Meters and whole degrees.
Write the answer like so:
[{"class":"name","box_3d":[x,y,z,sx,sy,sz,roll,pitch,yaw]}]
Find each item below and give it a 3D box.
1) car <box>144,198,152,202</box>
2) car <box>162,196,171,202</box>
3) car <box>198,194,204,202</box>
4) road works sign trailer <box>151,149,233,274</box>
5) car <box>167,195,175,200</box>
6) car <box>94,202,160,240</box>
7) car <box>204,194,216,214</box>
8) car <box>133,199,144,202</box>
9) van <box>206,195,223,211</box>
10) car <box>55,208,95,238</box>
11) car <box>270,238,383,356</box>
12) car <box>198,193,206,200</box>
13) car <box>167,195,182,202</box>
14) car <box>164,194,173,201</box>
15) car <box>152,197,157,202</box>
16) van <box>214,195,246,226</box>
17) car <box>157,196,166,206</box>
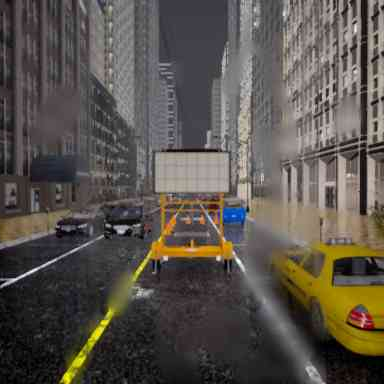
[{"class":"car","box_3d":[-5.693,1.520,34.522,2.008,1.369,4.403,-1,0,0]},{"class":"car","box_3d":[-5.686,1.514,74.307,1.802,1.307,4.206,-1,0,0]},{"class":"car","box_3d":[2.693,1.494,62.938,2.008,1.369,4.403,-1,0,0]},{"class":"road works sign trailer","box_3d":[0.003,0.455,10.501,2.380,3.560,2.880,0,0,0]},{"class":"car","box_3d":[-5.683,1.441,91.188,1.752,1.417,4.829,-1,0,0]},{"class":"car","box_3d":[-3.098,1.476,16.969,2.128,1.511,4.902,0,0,0]},{"class":"car","box_3d":[2.686,1.284,34.520,2.192,1.841,5.009,-1,0,0]},{"class":"car","box_3d":[-5.693,1.519,28.838,1.887,1.381,4.507,-1,0,0]},{"class":"van","box_3d":[2.687,1.305,40.204,1.690,1.788,3.998,-1,0,0]},{"class":"car","box_3d":[-5.695,1.535,17.471,2.008,1.369,4.403,-1,0,0]},{"class":"car","box_3d":[2.684,1.520,6.272,1.752,1.417,4.829,-1,0,0]},{"class":"car","box_3d":[2.695,1.231,91.357,2.192,1.841,5.009,-1,0,0]},{"class":"car","box_3d":[-2.990,1.350,61.127,2.097,1.767,4.553,0,0,0]},{"class":"car","box_3d":[-5.686,1.367,79.991,1.967,1.590,4.097,-1,0,0]},{"class":"car","box_3d":[-5.691,1.546,40.206,1.802,1.307,4.206,-1,0,0]},{"class":"van","box_3d":[2.685,1.320,23.153,1.690,1.788,3.998,-1,0,0]},{"class":"car","box_3d":[-5.690,1.504,51.573,2.008,1.369,4.403,-1,0,0]}]
